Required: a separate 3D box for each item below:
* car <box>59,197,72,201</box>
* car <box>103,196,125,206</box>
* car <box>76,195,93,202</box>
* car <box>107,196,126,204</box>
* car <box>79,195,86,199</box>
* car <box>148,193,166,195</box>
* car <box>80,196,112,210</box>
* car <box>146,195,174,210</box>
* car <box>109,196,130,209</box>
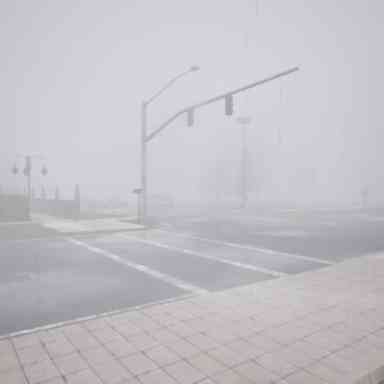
[{"bbox_3d":[-20.957,1.527,54.773,1.812,1.442,4.674,0,0,-36],"label":"car"},{"bbox_3d":[-13.209,1.504,56.021,1.837,1.490,4.892,0,1,-36],"label":"car"},{"bbox_3d":[-22.010,1.346,68.221,1.895,1.301,4.718,0,0,-36],"label":"car"},{"bbox_3d":[-14.469,1.508,63.758,1.837,1.490,4.892,0,0,-36],"label":"car"},{"bbox_3d":[-18.308,1.507,57.090,1.837,1.490,4.892,0,0,-36],"label":"car"},{"bbox_3d":[-4.992,1.225,50.687,2.150,2.045,5.566,0,0,-36],"label":"car"},{"bbox_3d":[-12.522,1.602,43.187,1.895,1.301,4.718,0,0,-36],"label":"car"},{"bbox_3d":[-4.418,1.528,43.956,1.812,1.442,4.674,0,0,-36],"label":"car"},{"bbox_3d":[-10.581,1.550,46.465,2.033,1.411,5.357,0,0,-36],"label":"car"}]
